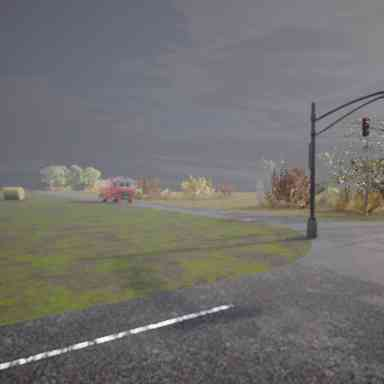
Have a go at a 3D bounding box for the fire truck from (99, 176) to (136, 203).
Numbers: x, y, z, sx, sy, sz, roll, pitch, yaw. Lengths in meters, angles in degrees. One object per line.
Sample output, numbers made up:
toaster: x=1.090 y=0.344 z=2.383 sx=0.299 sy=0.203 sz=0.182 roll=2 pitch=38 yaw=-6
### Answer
fire truck: x=-11.481 y=-0.389 z=50.279 sx=2.891 sy=3.827 sz=8.468 roll=1 pitch=0 yaw=-32
